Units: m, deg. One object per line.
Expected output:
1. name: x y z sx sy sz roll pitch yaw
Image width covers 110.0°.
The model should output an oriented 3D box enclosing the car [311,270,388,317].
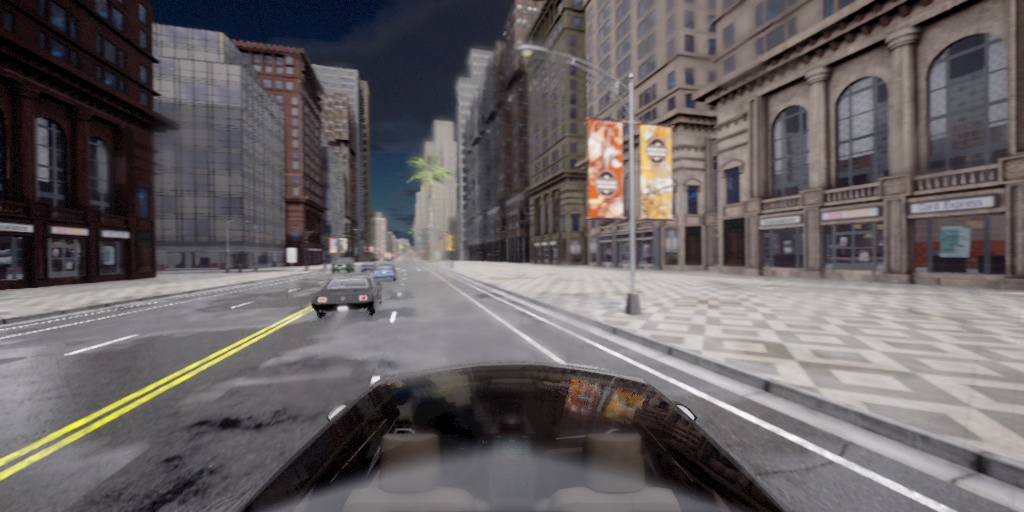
1. car: -5.998 1.410 13.627 1.895 1.301 4.718 -1 0 -16

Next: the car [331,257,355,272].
1. car: -22.576 1.208 48.123 2.150 2.045 5.566 -1 0 -16

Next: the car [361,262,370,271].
1. car: -19.497 1.498 49.199 2.033 1.411 5.357 -1 0 -16

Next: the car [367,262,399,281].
1. car: -10.874 1.400 30.949 2.033 1.411 5.357 -1 0 -16
